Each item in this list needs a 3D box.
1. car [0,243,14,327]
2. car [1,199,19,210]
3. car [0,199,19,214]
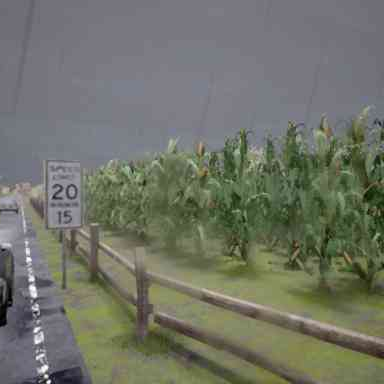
[{"bbox_3d":[-4.598,1.556,6.466,1.994,1.385,4.181,0,0,-27],"label":"car"},{"bbox_3d":[-23.648,1.558,43.349,1.895,1.301,4.718,0,0,-27],"label":"car"},{"bbox_3d":[-19.051,1.512,34.573,2.033,1.411,5.357,0,0,-27],"label":"car"}]
